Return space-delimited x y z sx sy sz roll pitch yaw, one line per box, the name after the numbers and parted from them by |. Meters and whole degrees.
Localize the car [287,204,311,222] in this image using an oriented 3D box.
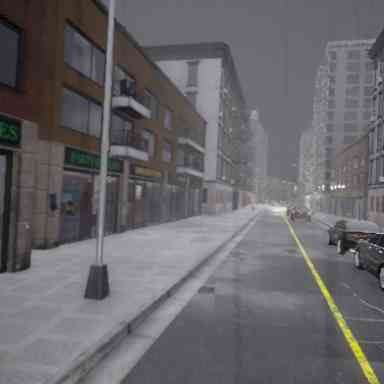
12.328 2.327 37.961 2.097 1.767 4.553 3 -1 15 | car

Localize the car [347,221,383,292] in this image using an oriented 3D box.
6.191 1.910 9.759 1.837 1.490 4.892 3 -1 14 | car

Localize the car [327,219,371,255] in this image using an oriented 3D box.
7.641 2.011 15.581 1.882 1.535 5.008 3 -1 14 | car
